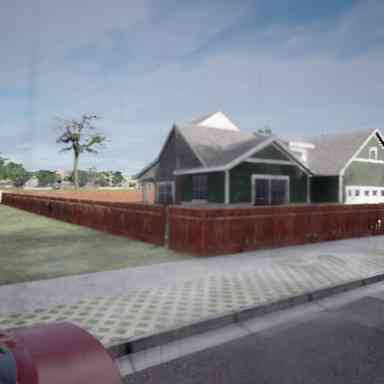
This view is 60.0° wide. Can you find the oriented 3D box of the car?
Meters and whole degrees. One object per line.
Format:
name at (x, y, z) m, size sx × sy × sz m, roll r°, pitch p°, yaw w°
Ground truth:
car at (-2.653, 1.473, 1.096) m, size 5.008 × 1.535 × 1.882 m, roll 0°, pitch 0°, yaw -35°
